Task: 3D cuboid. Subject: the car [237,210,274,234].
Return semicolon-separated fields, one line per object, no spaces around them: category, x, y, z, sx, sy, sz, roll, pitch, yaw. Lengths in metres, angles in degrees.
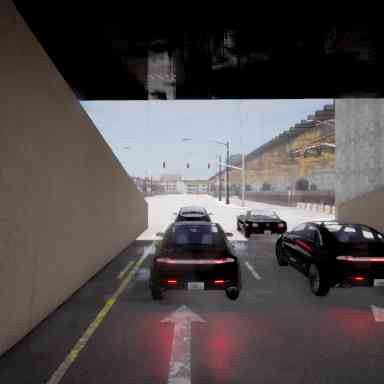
car;3.549;1.601;17.833;1.895;1.301;4.718;0;0;0

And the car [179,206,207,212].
car;0.049;1.505;17.587;1.837;1.490;4.892;0;0;0

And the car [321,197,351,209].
car;17.460;1.295;40.186;1.853;1.218;4.536;0;0;45

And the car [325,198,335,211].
car;17.332;1.453;35.542;2.038;1.542;4.974;0;0;-35

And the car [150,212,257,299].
car;0.067;1.492;8.467;2.128;1.511;4.902;0;0;0

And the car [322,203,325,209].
car;17.424;1.452;40.149;2.038;1.542;4.974;0;0;45

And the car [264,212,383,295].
car;3.567;1.491;8.680;2.128;1.511;4.902;0;0;0
